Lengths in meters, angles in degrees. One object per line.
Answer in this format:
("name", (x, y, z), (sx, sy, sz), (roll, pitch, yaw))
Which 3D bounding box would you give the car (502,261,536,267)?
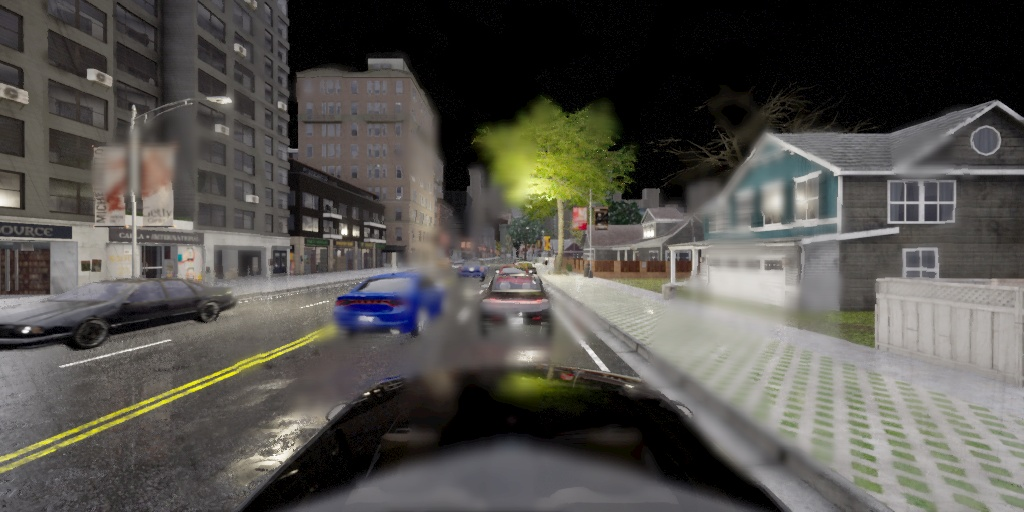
("car", (0.122, 1.219, 19.849), (1.882, 1.535, 5.008), (0, 0, 0))

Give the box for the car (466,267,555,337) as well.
("car", (0.113, 1.239, 10.346), (2.128, 1.511, 4.902), (0, 0, 0))

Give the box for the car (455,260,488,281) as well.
("car", (-3.115, 1.081, 29.805), (2.097, 1.767, 4.553), (0, 0, 0))

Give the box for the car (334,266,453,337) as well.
("car", (-3.139, 1.225, 10.261), (1.882, 1.535, 5.008), (0, 0, 0))

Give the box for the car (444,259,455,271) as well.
("car", (-6.551, 1.204, 44.065), (2.128, 1.511, 4.902), (0, 0, 0))

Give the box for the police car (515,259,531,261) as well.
("police car", (1.008, 1.156, 29.578), (1.930, 1.638, 5.238), (0, 0, 0))

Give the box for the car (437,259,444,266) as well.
("car", (-9.788, 1.177, 53.055), (1.882, 1.535, 5.008), (0, 0, 0))

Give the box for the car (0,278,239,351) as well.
("car", (-9.840, 1.296, 9.297), (2.033, 1.411, 5.357), (0, 0, 0))
